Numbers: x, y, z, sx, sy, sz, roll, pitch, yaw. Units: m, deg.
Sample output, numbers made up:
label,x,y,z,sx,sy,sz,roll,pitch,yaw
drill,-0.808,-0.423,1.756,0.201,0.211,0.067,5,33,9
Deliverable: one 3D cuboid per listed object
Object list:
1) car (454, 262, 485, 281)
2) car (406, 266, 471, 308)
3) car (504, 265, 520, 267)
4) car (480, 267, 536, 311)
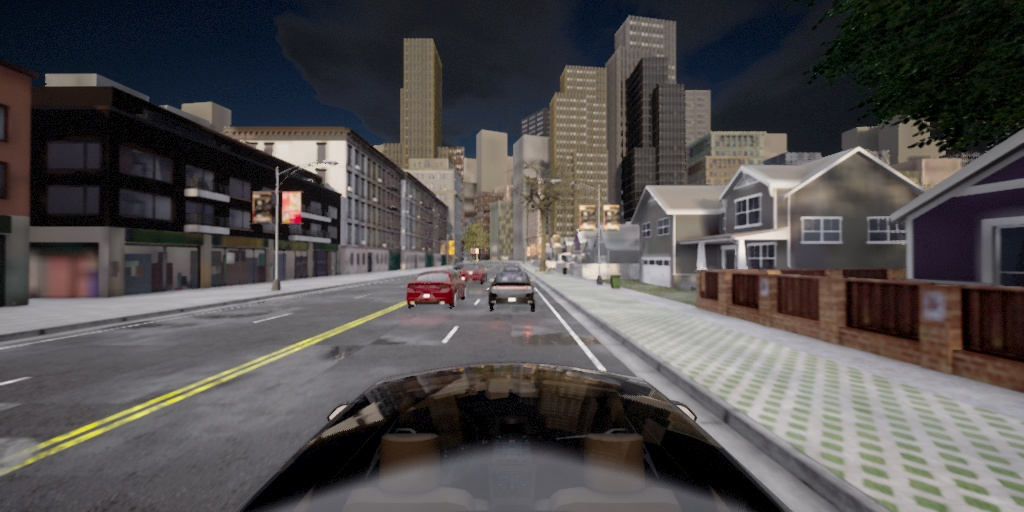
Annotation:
label,x,y,z,sx,sy,sz,roll,pitch,yaw
car,-3.234,1.398,30.264,2.097,1.767,4.553,0,-1,0
car,-3.226,1.376,16.085,1.882,1.535,5.008,0,0,0
car,0.016,1.541,30.355,2.128,1.511,4.902,0,0,0
car,0.017,1.384,15.353,2.128,1.511,4.902,0,0,0
